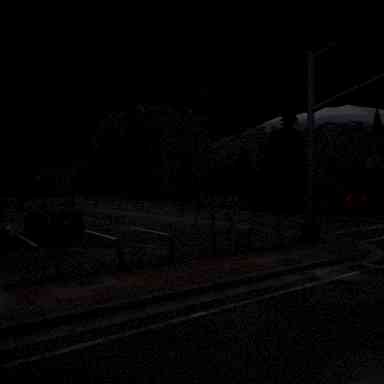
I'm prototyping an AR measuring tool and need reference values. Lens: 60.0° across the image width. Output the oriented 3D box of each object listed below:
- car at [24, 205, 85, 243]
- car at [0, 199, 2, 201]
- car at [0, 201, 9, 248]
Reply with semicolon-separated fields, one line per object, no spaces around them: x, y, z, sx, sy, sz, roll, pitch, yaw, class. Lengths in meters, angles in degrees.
-6.367;1.340;15.306;2.007;1.523;4.514;0;0;-36;car
-21.607;1.374;36.413;1.845;1.501;3.633;0;0;-36;car
-8.880;1.331;13.428;2.152;1.636;5.027;0;0;-36;car
